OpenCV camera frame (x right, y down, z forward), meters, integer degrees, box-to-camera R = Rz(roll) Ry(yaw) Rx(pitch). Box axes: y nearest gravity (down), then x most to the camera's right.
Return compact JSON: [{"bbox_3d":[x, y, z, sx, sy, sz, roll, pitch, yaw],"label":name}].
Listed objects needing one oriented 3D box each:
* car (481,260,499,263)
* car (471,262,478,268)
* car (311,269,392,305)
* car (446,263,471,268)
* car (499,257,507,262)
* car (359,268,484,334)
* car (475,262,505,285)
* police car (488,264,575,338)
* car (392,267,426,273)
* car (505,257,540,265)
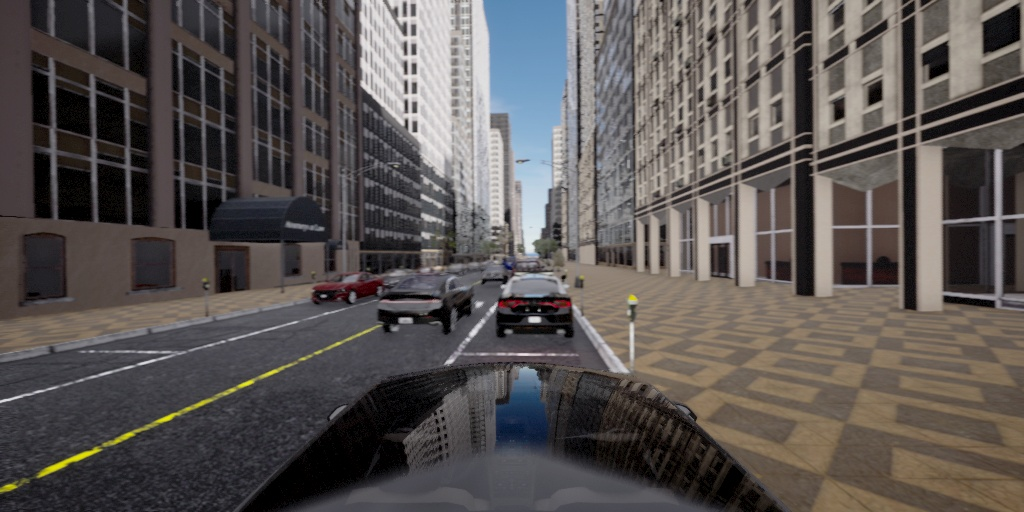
[{"bbox_3d":[-3.008,1.540,47.979,1.994,1.385,4.181,-1,0,4],"label":"car"},{"bbox_3d":[-5.464,1.567,51.273,2.007,1.370,4.403,0,0,4],"label":"car"},{"bbox_3d":[-7.719,1.446,17.246,1.888,1.381,4.507,0,0,4],"label":"car"},{"bbox_3d":[-6.216,1.528,39.931,2.007,1.370,4.403,0,0,4],"label":"car"},{"bbox_3d":[-0.074,1.159,46.688,2.150,2.045,5.566,-1,0,4],"label":"car"},{"bbox_3d":[-2.346,1.307,10.875,2.128,1.511,4.902,-1,0,4],"label":"car"},{"bbox_3d":[-1.209,1.420,28.020,2.033,1.411,5.357,-1,0,4],"label":"car"},{"bbox_3d":[0.666,1.204,10.453,1.930,1.638,5.238,-1,0,4],"label":"police car"},{"bbox_3d":[-7.344,1.470,22.918,2.007,1.370,4.403,0,0,4],"label":"car"},{"bbox_3d":[1.019,1.139,22.364,2.192,1.841,5.009,0,0,4],"label":"car"}]
